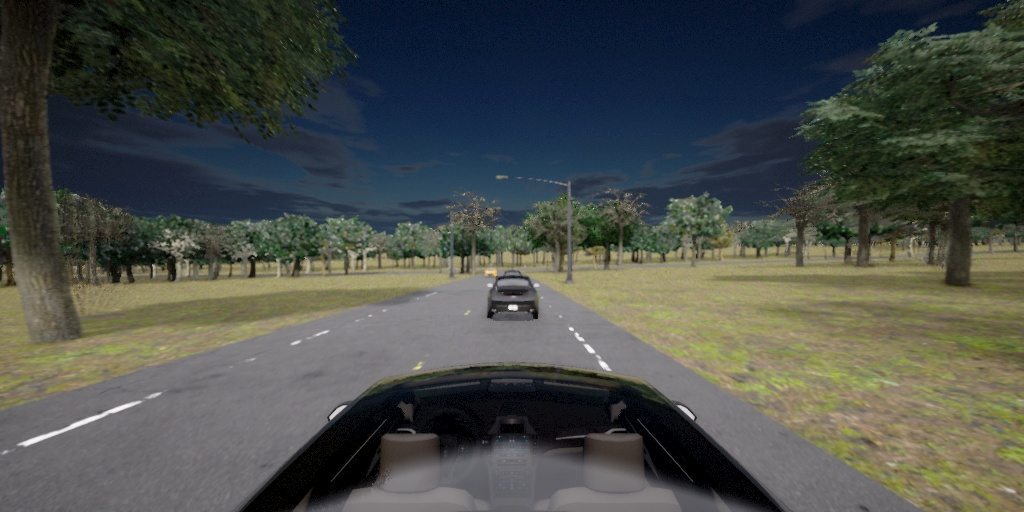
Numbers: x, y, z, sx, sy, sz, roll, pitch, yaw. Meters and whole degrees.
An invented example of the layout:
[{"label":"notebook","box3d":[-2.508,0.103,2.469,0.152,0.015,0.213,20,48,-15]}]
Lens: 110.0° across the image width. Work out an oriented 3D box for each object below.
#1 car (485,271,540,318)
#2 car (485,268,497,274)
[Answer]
[{"label":"car","box3d":[0.049,1.495,14.205,1.837,1.490,4.892,0,-1,0]},{"label":"car","box3d":[-3.533,2.809,60.530,1.882,1.535,5.008,0,-2,1]}]
